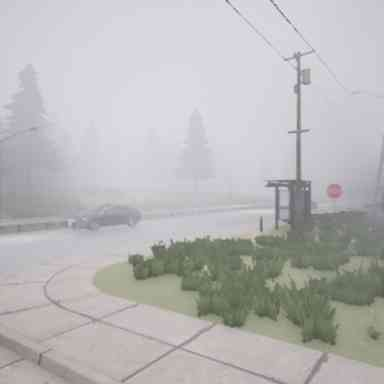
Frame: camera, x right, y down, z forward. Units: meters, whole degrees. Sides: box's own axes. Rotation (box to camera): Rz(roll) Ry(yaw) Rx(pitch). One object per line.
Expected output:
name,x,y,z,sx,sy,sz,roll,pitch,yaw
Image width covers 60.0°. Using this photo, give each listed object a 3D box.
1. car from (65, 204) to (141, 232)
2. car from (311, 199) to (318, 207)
car,-5.213,1.480,20.122,2.128,1.511,4.902,0,0,36
car,13.554,1.342,39.981,2.097,1.767,4.553,0,0,36
